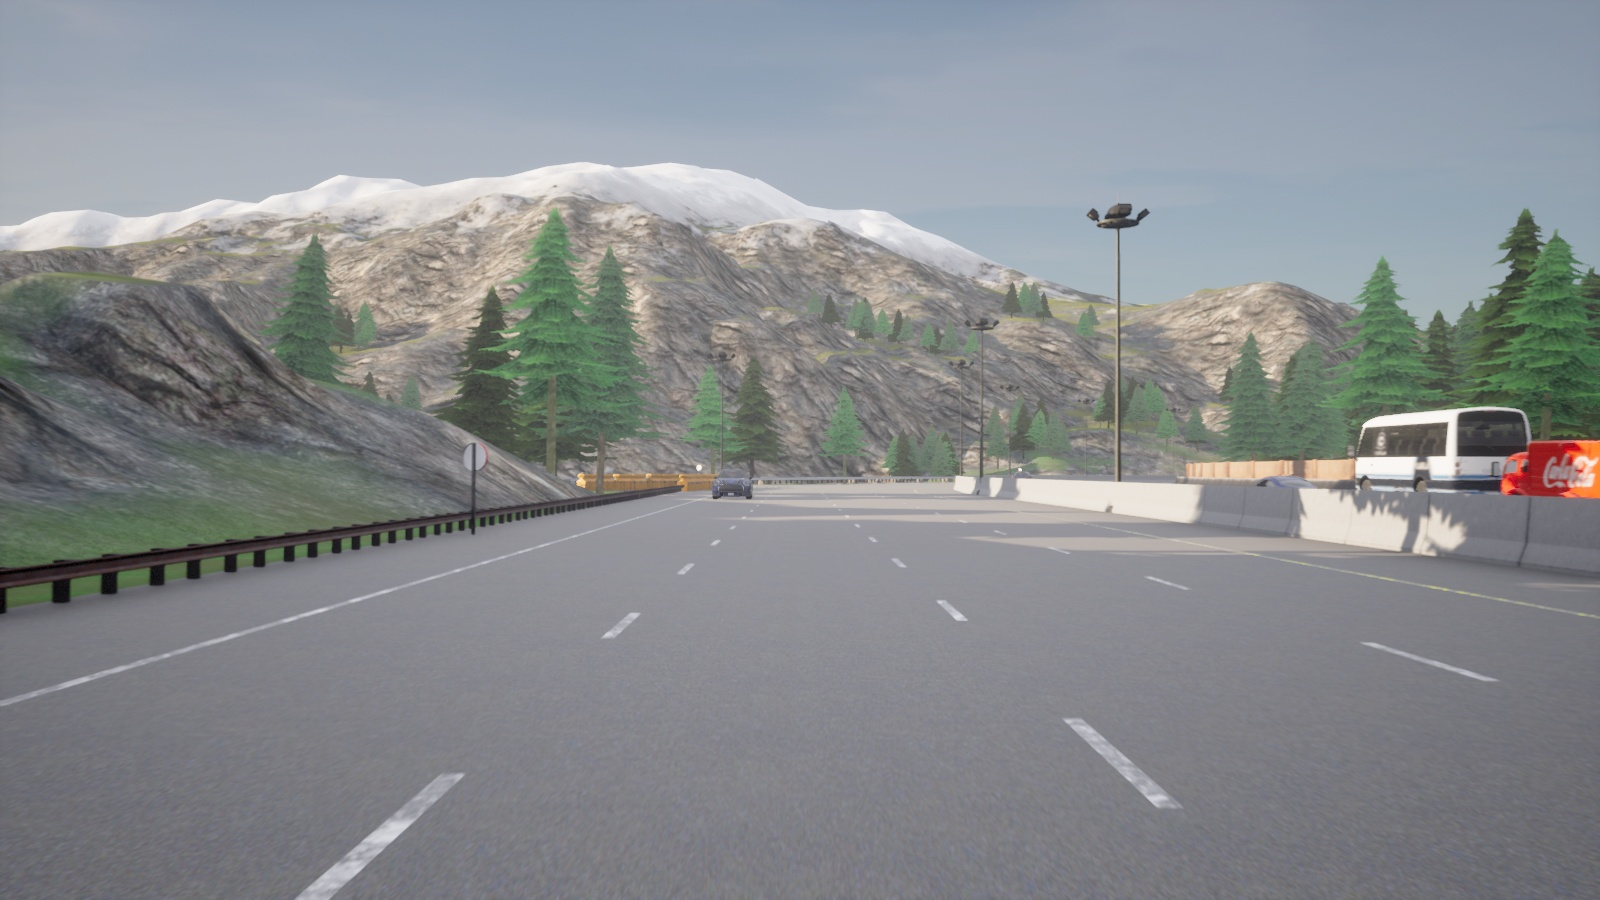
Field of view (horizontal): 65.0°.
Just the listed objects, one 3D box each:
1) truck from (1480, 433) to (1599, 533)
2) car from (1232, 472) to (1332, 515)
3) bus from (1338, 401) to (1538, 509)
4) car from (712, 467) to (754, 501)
[{"bbox_3d":[20.917,0.815,33.598,2.627,2.467,5.204,0,0,0],"label":"truck"},{"bbox_3d":[17.390,1.533,45.543,1.812,1.442,4.674,0,-1,0],"label":"car"},{"bbox_3d":[27.718,0.254,55.363,3.944,4.253,10.273,0,-1,3],"label":"bus"},{"bbox_3d":[-3.668,1.846,69.168,2.097,1.767,4.553,0,-1,0],"label":"car"}]
